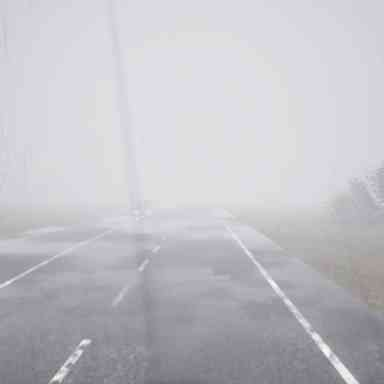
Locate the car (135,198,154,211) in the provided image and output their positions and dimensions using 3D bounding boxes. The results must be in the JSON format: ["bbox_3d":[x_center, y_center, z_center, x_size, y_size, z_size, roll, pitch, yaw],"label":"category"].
[{"bbox_3d":[-6.024,1.622,42.800,1.837,1.490,4.892,-1,0,1],"label":"car"}]

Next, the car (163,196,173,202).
[{"bbox_3d":[-5.381,1.631,74.175,1.994,1.385,4.181,-1,0,1],"label":"car"}]
